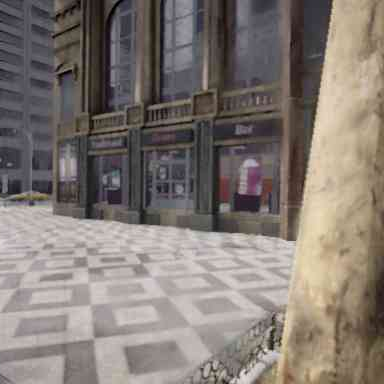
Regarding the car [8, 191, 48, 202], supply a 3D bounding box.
[{"bbox_3d":[-21.521,0.520,43.769,1.752,1.417,4.829,2,2,36],"label":"car"}]
